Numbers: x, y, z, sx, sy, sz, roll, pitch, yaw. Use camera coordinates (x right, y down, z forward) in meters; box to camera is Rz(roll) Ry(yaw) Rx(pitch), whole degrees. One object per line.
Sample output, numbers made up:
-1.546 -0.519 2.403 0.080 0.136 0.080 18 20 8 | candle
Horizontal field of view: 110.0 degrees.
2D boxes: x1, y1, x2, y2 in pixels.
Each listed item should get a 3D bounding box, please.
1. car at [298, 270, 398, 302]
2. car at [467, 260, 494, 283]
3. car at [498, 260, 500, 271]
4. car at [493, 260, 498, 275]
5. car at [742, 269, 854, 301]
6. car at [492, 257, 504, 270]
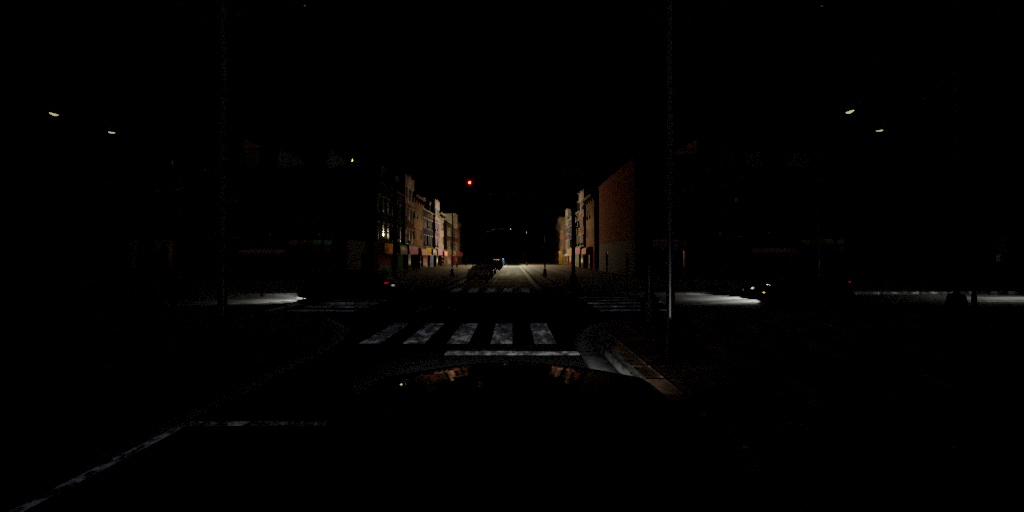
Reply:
-7.528 1.342 16.698 4.181 1.385 1.994 0 0 0 | car
-2.622 1.294 28.686 1.751 1.417 4.829 0 0 0 | car
-2.616 1.369 40.066 1.802 1.307 4.207 0 0 0 | car
-2.619 1.322 34.461 1.888 1.381 4.507 0 0 0 | car
13.167 1.299 16.660 4.181 1.385 1.994 0 0 0 | car
-2.610 1.252 51.276 1.967 1.591 4.097 0 0 0 | car
